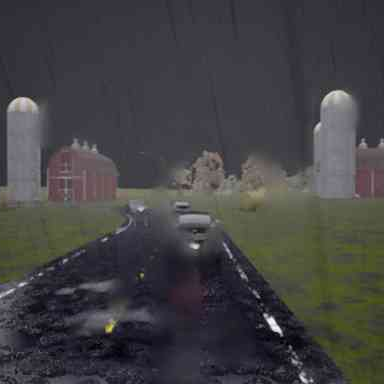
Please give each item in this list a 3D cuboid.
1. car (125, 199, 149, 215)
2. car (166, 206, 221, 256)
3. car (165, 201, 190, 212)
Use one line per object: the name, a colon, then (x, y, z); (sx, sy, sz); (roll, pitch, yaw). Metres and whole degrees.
car: (-5.777, 1.523, 34.558); (2.128, 1.511, 4.902); (0, 0, -20)
car: (0.095, 1.507, 13.122); (1.837, 1.490, 4.892); (0, 0, 0)
car: (-1.147, 1.513, 28.750); (1.837, 1.490, 4.892); (0, 0, -11)
